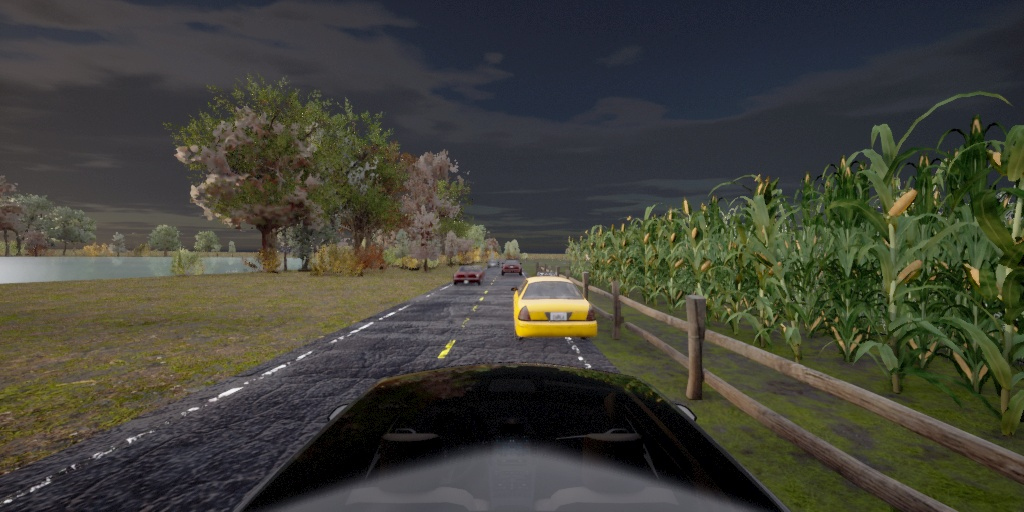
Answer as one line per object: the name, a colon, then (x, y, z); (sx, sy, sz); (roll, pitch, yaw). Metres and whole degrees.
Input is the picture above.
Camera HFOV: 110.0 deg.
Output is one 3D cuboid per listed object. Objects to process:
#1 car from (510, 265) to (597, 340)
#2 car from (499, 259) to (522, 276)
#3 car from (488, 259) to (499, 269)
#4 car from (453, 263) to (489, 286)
car: (0.938, 1.204, 9.861); (1.801, 1.575, 5.366); (0, 0, 0)
car: (-0.031, 1.097, 37.931); (2.097, 1.767, 4.553); (0, 0, 0)
car: (-2.915, 1.235, 56.788); (2.128, 1.511, 4.902); (0, 0, 0)
car: (-2.920, 1.346, 25.055); (1.895, 1.301, 4.718); (0, 0, 0)
